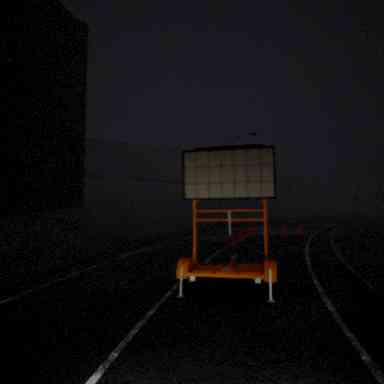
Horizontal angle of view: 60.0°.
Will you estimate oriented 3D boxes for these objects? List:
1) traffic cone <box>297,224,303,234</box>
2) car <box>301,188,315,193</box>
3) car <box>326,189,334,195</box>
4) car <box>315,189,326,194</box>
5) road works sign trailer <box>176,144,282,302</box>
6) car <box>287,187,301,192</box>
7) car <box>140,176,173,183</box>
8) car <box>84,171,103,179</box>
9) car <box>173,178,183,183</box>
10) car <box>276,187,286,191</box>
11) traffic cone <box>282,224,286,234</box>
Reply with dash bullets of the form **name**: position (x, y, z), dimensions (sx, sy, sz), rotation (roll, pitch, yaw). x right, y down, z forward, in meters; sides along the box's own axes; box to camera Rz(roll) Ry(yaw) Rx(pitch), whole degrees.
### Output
- **traffic cone**: position (6.628, 2.271, 20.433), dimensions (0.340, 0.580, 0.340), rotation (-2, -2, 18)
- **car**: position (25.430, -0.041, 77.078), dimensions (4.892, 1.521, 2.231), rotation (4, -6, -39)
- **car**: position (33.935, 0.359, 84.429), dimensions (5.566, 2.045, 2.435), rotation (5, -7, -41)
- **car**: position (29.725, 0.145, 80.724), dimensions (4.553, 1.767, 2.185), rotation (4, -7, -40)
- **road works sign trailer**: position (0.992, 0.599, 8.721), dimensions (2.380, 3.560, 2.880), rotation (-1, -1, 13)
- **car**: position (21.219, -0.275, 73.670), dimensions (4.674, 1.452, 2.002), rotation (4, -6, -38)
- **car**: position (-6.175, -1.772, 54.679), dimensions (4.892, 1.521, 2.231), rotation (2, -6, -32)
- **car**: position (-15.479, -2.271, 48.942), dimensions (4.553, 1.767, 2.185), rotation (2, -6, -32)
- **car**: position (-1.486, -1.571, 57.585), dimensions (4.892, 1.521, 2.231), rotation (3, -6, -32)
- **car**: position (16.859, -0.552, 70.297), dimensions (4.792, 1.488, 2.163), rotation (3, -6, -37)
- **traffic cone**: position (5.680, 2.311, 20.740), dimensions (0.340, 0.580, 0.340), rotation (-2, -2, 18)
